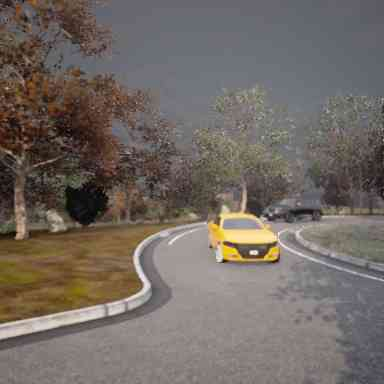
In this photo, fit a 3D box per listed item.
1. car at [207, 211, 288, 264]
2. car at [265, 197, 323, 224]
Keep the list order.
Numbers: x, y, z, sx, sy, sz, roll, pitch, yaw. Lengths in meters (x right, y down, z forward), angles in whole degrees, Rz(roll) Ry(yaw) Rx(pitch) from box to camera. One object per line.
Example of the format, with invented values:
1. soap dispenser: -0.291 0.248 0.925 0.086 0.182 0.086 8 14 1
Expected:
1. car: 1.697 1.557 12.395 1.882 1.535 5.008 0 -1 -3
2. car: 8.378 1.436 27.262 5.566 2.045 2.150 1 -1 -34
